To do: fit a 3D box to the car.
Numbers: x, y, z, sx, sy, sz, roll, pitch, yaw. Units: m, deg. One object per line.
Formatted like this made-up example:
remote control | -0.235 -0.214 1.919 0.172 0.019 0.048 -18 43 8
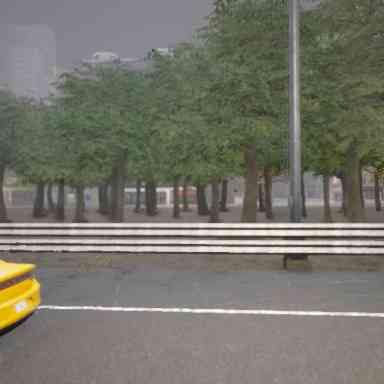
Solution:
car | -4.990 1.553 5.133 5.008 1.535 1.882 0 -1 5
